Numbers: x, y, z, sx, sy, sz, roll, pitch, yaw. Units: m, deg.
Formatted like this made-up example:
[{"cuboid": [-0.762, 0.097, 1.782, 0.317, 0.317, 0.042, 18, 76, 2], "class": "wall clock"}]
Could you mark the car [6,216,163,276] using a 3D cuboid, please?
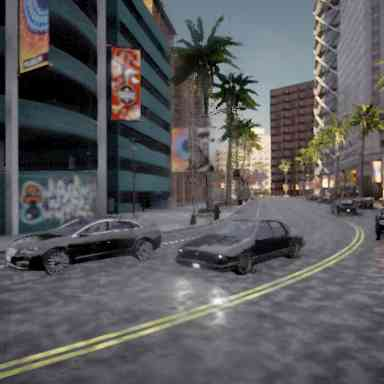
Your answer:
[{"cuboid": [-3.210, 1.553, 10.758, 4.902, 1.511, 2.128, 0, 0, -43], "class": "car"}]

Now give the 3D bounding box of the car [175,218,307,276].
[{"cuboid": [1.897, 1.585, 10.855, 2.033, 1.411, 5.357, 0, 0, 42], "class": "car"}]

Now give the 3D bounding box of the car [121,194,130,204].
[{"cuboid": [-9.808, 1.280, 50.229, 2.435, 2.045, 5.566, 0, 0, 12], "class": "car"}]

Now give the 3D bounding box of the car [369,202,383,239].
[{"cuboid": [10.368, 1.514, 16.947, 2.128, 1.511, 4.902, 0, 0, 28], "class": "car"}]

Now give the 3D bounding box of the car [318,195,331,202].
[{"cuboid": [32.032, 1.527, 79.019, 2.185, 1.767, 4.553, 0, 0, 12], "class": "car"}]

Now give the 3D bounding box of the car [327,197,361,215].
[{"cuboid": [16.005, 1.575, 35.265, 1.837, 1.490, 4.892, 0, 0, 13], "class": "car"}]

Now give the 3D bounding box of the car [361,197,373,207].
[{"cuboid": [25.895, 1.566, 50.292, 2.231, 1.521, 4.892, 0, 0, 12], "class": "car"}]
